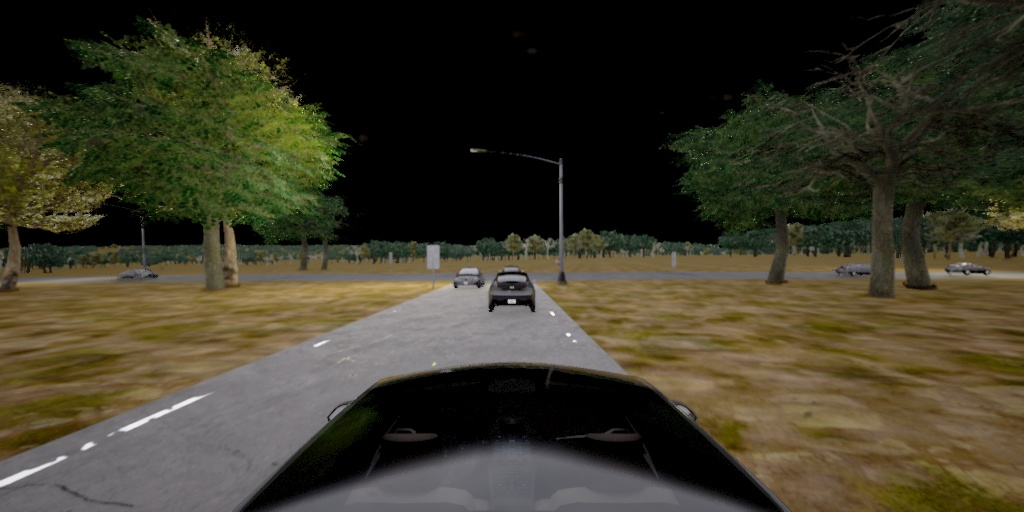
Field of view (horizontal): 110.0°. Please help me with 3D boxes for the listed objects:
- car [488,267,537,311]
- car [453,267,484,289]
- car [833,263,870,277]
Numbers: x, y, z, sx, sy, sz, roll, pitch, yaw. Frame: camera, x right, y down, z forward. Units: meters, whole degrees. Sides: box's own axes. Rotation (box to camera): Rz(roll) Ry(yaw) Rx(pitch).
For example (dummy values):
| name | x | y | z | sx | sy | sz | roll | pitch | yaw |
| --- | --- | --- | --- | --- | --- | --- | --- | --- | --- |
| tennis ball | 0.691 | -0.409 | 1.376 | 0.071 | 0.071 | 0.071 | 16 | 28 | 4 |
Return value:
| name | x | y | z | sx | sy | sz | roll | pitch | yaw |
| --- | --- | --- | --- | --- | --- | --- | --- | --- | --- |
| car | 0.016 | 1.403 | 15.356 | 1.837 | 1.490 | 4.892 | 0 | 0 | 1 |
| car | -3.039 | 1.545 | 26.030 | 1.812 | 1.442 | 4.674 | 0 | -1 | 1 |
| car | 42.512 | 1.755 | 44.037 | 4.902 | 1.511 | 2.128 | 0 | 2 | -4 |
